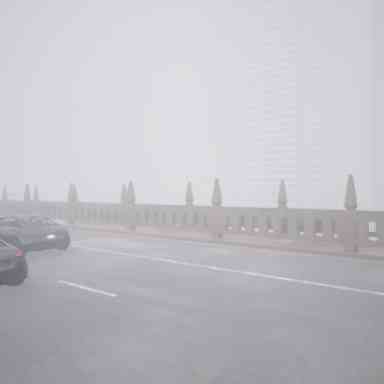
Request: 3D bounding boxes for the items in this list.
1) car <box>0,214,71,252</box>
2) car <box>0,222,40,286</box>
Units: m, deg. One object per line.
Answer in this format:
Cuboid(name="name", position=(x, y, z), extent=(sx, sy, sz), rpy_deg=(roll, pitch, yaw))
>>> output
Cuboid(name="car", position=(-6.667, 1.565, 13.044), extent=(4.181, 1.385, 1.994), rpy_deg=(0, 0, 35))
Cuboid(name="car", position=(-5.918, 1.565, 8.211), extent=(4.181, 1.385, 1.994), rpy_deg=(0, 0, 35))
